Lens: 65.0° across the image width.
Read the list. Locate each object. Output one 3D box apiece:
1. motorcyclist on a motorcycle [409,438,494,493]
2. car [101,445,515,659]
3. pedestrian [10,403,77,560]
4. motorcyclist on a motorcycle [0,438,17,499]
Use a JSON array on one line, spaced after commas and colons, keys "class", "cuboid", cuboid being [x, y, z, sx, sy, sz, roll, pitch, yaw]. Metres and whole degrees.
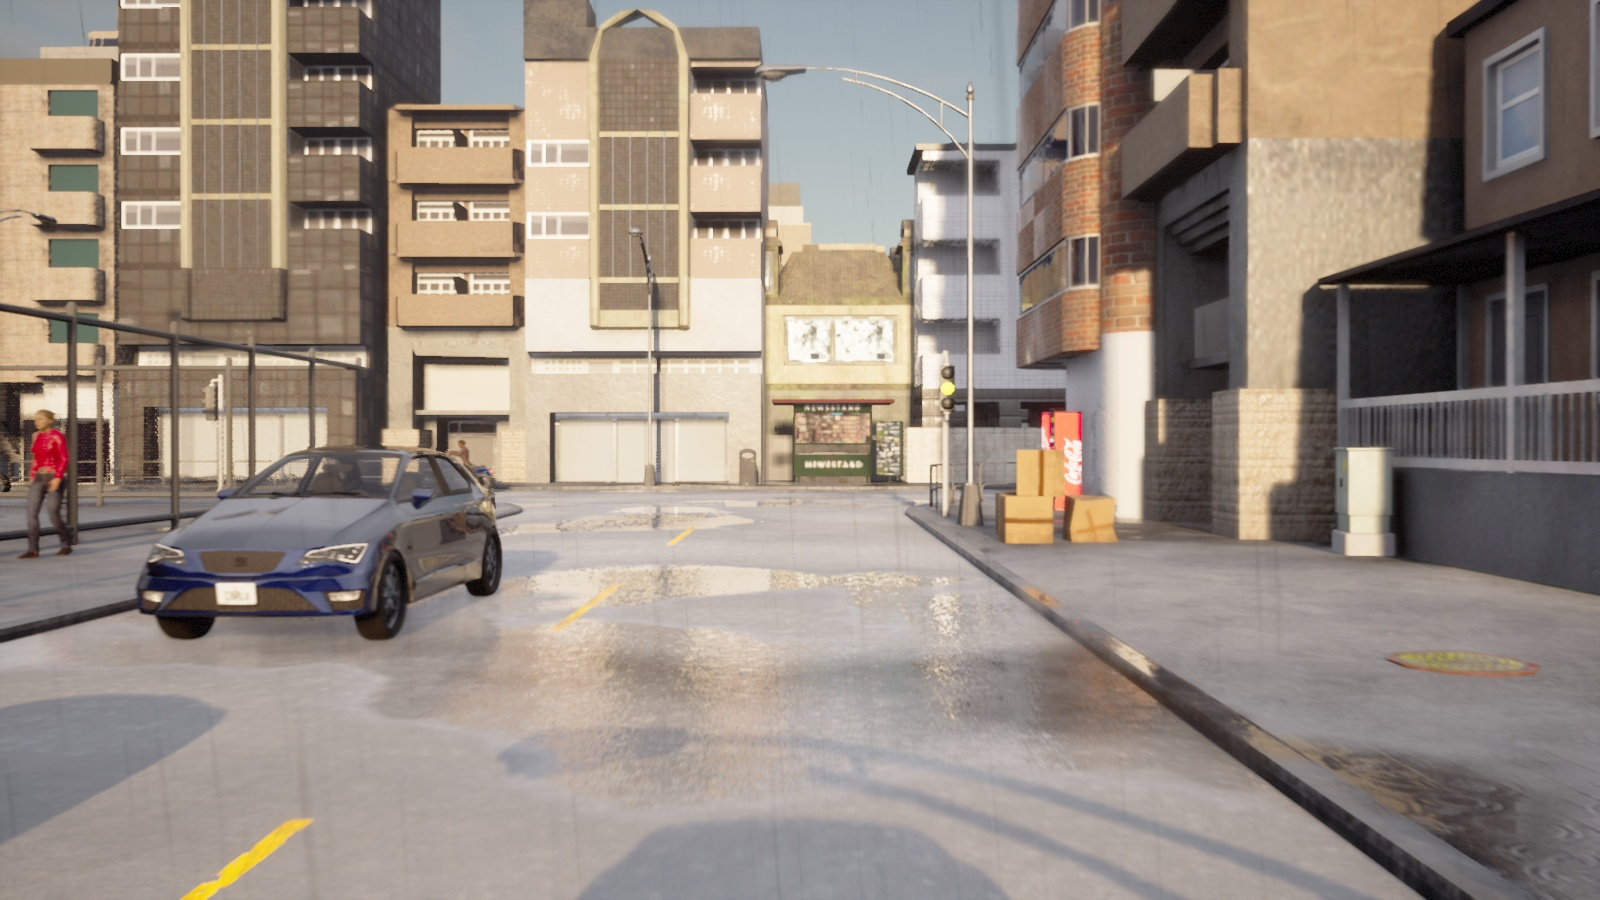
[{"class": "motorcyclist on a motorcycle", "cuboid": [-10.550, 0.474, 38.077, 2.350, 1.649, 0.766, 0, 1, 3]}, {"class": "car", "cuboid": [-3.890, 0.696, 10.801, 1.816, 1.474, 4.193, 0, 0, 2]}, {"class": "pedestrian", "cuboid": [-9.102, 0.364, 15.118, 0.331, 1.846, 0.636, 0, 0, 13]}, {"class": "motorcyclist on a motorcycle", "cuboid": [-22.689, 0.486, 34.144, 2.350, 1.649, 0.766, 0, 0, 0]}]
